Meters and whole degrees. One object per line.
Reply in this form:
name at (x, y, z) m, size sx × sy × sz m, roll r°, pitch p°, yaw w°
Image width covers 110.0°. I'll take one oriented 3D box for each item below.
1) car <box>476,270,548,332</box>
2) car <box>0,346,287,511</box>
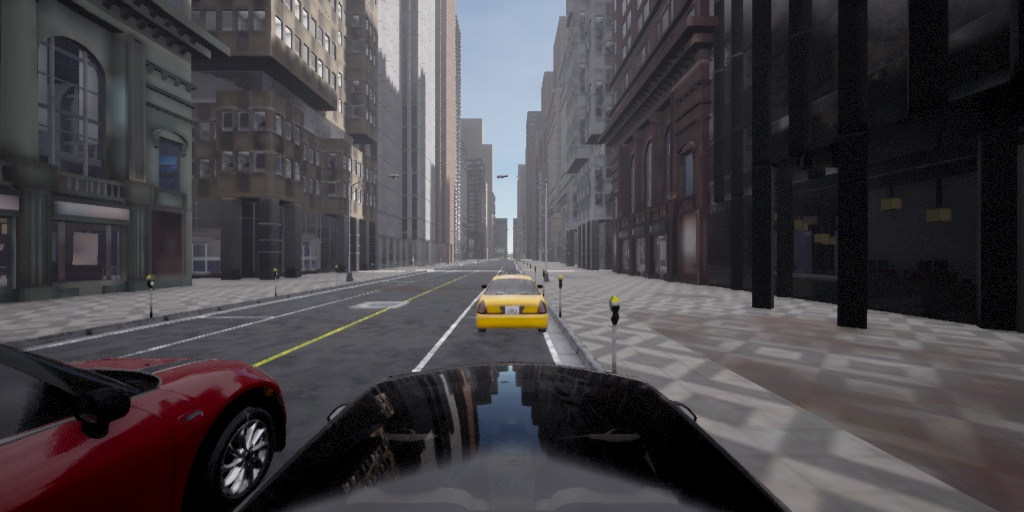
car at (0.005, 1.198, 10.690) m, size 1.801 × 1.575 × 5.366 m, roll 0°, pitch 0°, yaw 0°
car at (-3.145, 1.097, 1.470) m, size 2.097 × 1.767 × 4.553 m, roll 0°, pitch 0°, yaw 0°
